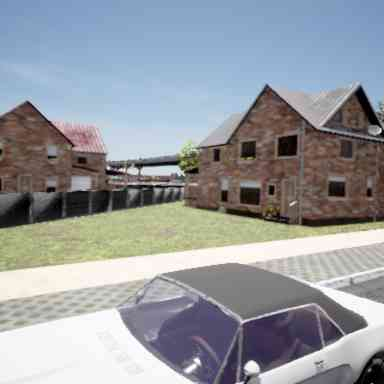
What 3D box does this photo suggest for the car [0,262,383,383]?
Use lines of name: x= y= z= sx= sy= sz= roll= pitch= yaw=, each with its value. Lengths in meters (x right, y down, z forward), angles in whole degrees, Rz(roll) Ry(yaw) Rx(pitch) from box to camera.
car: x=0.091 y=1.501 z=3.137 sx=4.718 sy=1.301 sz=1.895 roll=0 pitch=2 yaw=-34
